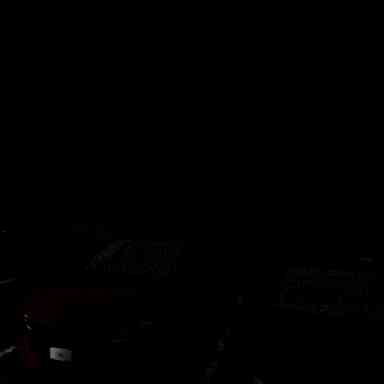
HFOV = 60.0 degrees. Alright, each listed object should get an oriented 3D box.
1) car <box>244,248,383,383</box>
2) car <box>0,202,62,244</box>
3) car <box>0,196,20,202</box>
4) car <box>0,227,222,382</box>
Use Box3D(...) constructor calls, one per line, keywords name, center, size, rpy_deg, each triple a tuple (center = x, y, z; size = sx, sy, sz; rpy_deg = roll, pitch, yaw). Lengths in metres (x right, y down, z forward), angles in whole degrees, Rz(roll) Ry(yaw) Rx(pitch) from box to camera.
Box3D(name="car", center=(1.754, 1.520, 4.157), size=(2.002, 1.452, 4.674), rpy_deg=(1, 0, 15))
Box3D(name="car", center=(-5.635, 1.302, 9.368), size=(2.185, 1.767, 4.553), rpy_deg=(0, -1, 15))
Box3D(name="car", center=(-8.075, 1.159, 11.107), size=(2.435, 2.045, 5.566), rpy_deg=(1, 0, 15))
Box3D(name="car", center=(-0.709, 1.465, 5.913), size=(2.097, 1.535, 5.008), rpy_deg=(1, 0, 15))
